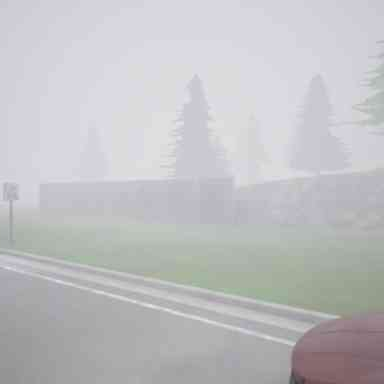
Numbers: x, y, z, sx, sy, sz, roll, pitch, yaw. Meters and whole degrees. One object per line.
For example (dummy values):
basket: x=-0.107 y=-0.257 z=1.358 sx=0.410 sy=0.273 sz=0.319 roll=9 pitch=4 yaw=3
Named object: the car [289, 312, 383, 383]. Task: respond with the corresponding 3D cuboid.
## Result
car: x=3.095 y=1.475 z=1.880 sx=5.008 sy=1.535 sz=1.882 roll=0 pitch=0 yaw=35
